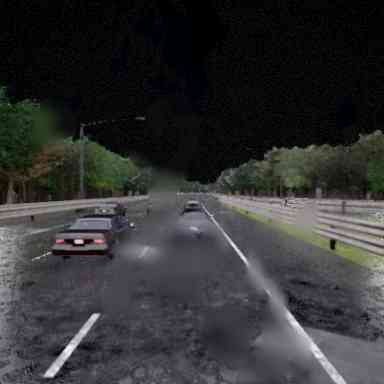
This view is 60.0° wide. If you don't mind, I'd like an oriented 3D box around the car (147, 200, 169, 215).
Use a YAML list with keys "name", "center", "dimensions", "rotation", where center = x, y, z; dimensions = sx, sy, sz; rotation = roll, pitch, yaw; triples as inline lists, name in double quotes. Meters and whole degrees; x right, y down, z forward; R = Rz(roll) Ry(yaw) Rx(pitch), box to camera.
- name: "car"
  center: [-3.394, 1.518, 33.814]
  dimensions: [2.128, 1.511, 4.902]
  rotation: [0, 0, 0]

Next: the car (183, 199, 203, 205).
- name: "car"
  center: [0.106, 1.531, 33.949]
  dimensions: [1.837, 1.490, 4.892]
  rotation: [0, 0, 0]

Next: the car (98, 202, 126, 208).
- name: "car"
  center: [-6.902, 1.568, 28.643]
  dimensions: [2.033, 1.411, 5.357]
  rotation: [0, 0, 0]

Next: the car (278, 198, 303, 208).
- name: "car"
  center: [15.312, 1.642, 51.888]
  dimensions: [1.882, 1.535, 5.008]
  rotation: [0, 0, -15]

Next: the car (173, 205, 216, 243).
- name: "car"
  center: [0.102, 1.571, 16.270]
  dimensions: [1.994, 1.385, 4.181]
  rotation: [0, 0, 0]

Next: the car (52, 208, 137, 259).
- name: "car"
  center: [-3.405, 1.551, 12.575]
  dimensions: [2.033, 1.411, 5.357]
  rotation: [0, 0, 0]
